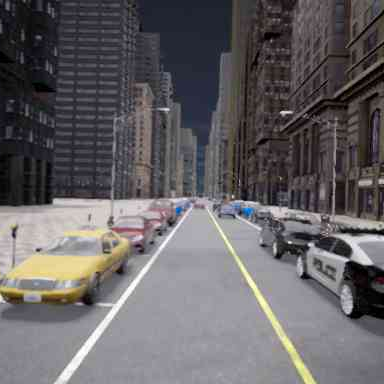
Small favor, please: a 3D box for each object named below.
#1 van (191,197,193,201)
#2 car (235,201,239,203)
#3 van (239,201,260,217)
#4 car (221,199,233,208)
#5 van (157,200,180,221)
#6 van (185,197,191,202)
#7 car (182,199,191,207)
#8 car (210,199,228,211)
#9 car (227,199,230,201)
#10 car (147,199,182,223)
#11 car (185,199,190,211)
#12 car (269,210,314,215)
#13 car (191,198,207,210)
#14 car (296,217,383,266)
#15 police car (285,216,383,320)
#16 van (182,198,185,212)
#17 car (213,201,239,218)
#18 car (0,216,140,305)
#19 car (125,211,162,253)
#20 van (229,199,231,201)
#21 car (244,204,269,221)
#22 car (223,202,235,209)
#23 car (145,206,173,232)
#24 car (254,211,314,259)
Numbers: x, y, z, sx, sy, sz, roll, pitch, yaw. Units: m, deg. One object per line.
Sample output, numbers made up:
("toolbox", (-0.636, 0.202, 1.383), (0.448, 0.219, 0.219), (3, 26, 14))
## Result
("van", (-1.304, 2.083, 65.084), (1.690, 1.788, 3.998), (2, -1, 1))
("car", (6.659, 2.269, 42.181), (1.887, 1.381, 4.507), (2, -1, 1))
("van", (6.528, 1.992, 36.508), (1.690, 1.788, 3.998), (2, -1, 1))
("car", (7.352, 2.410, 70.560), (2.192, 1.841, 5.009), (2, -1, 1))
("van", (-2.127, 1.641, 31.032), (1.690, 1.788, 3.998), (2, -1, 1))
("van", (-1.578, 1.934, 53.734), (1.690, 1.788, 3.998), (2, -1, 1))
("car", (-1.177, 2.339, 70.587), (1.752, 1.417, 4.829), (2, -1, 1))
("car", (4.132, 2.262, 51.782), (1.837, 1.490, 4.892), (2, -1, 1))
("car", (7.074, 2.386, 59.208), (1.967, 1.590, 4.097), (2, -1, 1))
("car", (-2.263, 1.542, 25.357), (2.192, 1.841, 5.009), (2, -1, 1))
("car", (-1.723, 2.101, 48.055), (1.802, 1.307, 4.206), (2, -1, 1))
("car", (6.114, 1.873, 19.479), (1.967, 1.590, 4.097), (2, -1, 1))
("car", (1.273, 2.260, 57.578), (1.812, 1.442, 4.674), (2, -1, 1))
("car", (5.973, 1.912, 13.803), (2.008, 1.369, 4.403), (2, -1, 1))
("police car", (3.976, 1.652, 7.985), (1.930, 1.638, 5.238), (2, -1, 1))
("van", (-1.990, 1.713, 36.708), (1.690, 1.788, 3.998), (2, -1, 1))
("car", (3.832, 2.121, 37.404), (2.033, 1.411, 5.357), (2, -1, 2))
("car", (-2.686, 1.534, 8.159), (1.752, 1.417, 4.829), (2, -1, 1))
("car", (-2.546, 1.665, 14.004), (1.802, 1.307, 4.206), (2, -1, 1))
("van", (6.803, 2.139, 47.858), (1.690, 1.788, 3.998), (2, -1, 1))
("car", (6.385, 2.129, 30.830), (2.008, 1.369, 4.403), (2, -1, 1))
("car", (7.207, 2.602, 64.882), (1.802, 1.307, 4.206), (2, -1, 1))
("car", (-2.409, 1.737, 19.679), (1.802, 1.307, 4.206), (2, -1, 1))
("car", (4.051, 1.805, 13.874), (1.837, 1.490, 4.892), (2, -1, 1))
